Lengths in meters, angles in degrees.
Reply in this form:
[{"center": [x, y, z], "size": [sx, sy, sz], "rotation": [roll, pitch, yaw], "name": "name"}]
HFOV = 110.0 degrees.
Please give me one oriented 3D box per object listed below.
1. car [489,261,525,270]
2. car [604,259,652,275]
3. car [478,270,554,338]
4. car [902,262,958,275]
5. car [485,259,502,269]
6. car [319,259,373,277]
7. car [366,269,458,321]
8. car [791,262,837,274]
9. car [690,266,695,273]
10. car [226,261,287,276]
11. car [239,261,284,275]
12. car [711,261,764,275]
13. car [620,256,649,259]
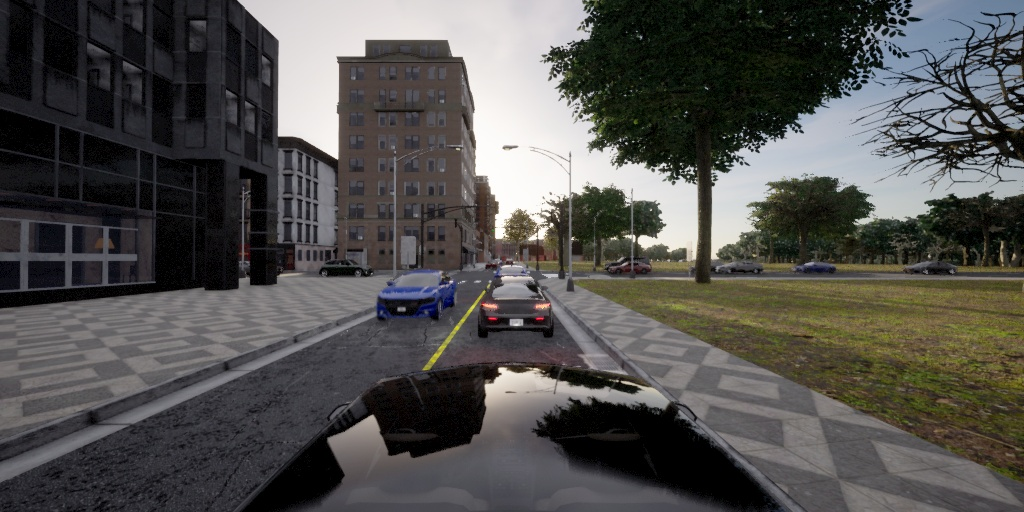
[{"center": [-0.015, 1.241, 19.512], "size": [1.882, 1.535, 5.008], "rotation": [0, 0, 0], "name": "car"}, {"center": [13.165, 1.343, 40.095], "size": [4.674, 1.442, 1.812], "rotation": [0, -1, -3], "name": "car"}, {"center": [0.076, 1.280, 10.123], "size": [1.812, 1.442, 4.674], "rotation": [0, 0, -1], "name": "car"}, {"center": [46.783, 1.376, 40.186], "size": [4.892, 1.490, 1.837], "rotation": [1, -1, 0], "name": "car"}, {"center": [-3.085, 1.429, 56.196], "size": [1.895, 1.301, 4.718], "rotation": [0, 0, 1], "name": "car"}, {"center": [-15.246, 1.074, 33.272], "size": [4.553, 1.767, 2.097], "rotation": [0, -1, 0], "name": "car"}, {"center": [-3.129, 1.234, 12.647], "size": [1.882, 1.535, 5.008], "rotation": [0, 0, 0], "name": "car"}, {"center": [36.582, 1.408, 43.457], "size": [4.674, 1.442, 1.812], "rotation": [0, -1, 0], "name": "car"}, {"center": [23.999, 1.390, 43.411], "size": [4.674, 1.442, 1.812], "rotation": [0, -1, 0], "name": "car"}, {"center": [-25.882, 1.266, 36.468], "size": [4.892, 1.490, 1.837], "rotation": [0, -1, 0], "name": "car"}, {"center": [-24.383, 1.216, 33.226], "size": [4.902, 1.511, 2.128], "rotation": [0, -1, 0], "name": "car"}, {"center": [25.429, 1.321, 40.170], "size": [4.902, 1.511, 2.128], "rotation": [0, -1, 0], "name": "car"}, {"center": [13.983, 1.075, 43.369], "size": [5.566, 2.045, 2.150], "rotation": [0, -1, 0], "name": "car"}]
